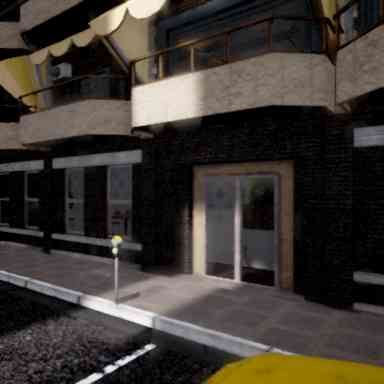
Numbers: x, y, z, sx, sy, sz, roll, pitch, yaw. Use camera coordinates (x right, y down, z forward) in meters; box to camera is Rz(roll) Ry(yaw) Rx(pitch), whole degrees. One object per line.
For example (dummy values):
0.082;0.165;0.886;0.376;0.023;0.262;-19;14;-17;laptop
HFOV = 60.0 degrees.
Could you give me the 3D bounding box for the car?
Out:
1.975;1.525;1.464;4.829;1.417;1.752;0;0;35;car
